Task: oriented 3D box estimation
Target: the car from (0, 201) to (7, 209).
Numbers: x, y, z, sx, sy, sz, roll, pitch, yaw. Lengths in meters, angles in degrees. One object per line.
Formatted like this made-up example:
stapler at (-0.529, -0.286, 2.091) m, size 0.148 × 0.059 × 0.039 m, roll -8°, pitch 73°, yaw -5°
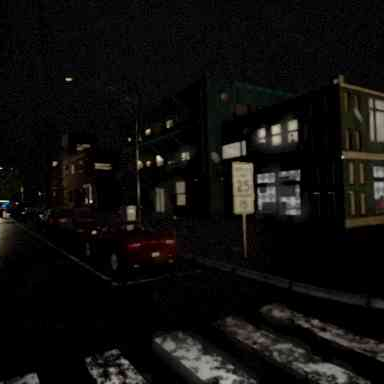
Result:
car at (-41.190, 2.791, 71.579) m, size 1.967 × 1.590 × 4.097 m, roll 0°, pitch -1°, yaw -33°

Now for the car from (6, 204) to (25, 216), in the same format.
car at (-23.282, 2.307, 43.737) m, size 1.752 × 1.417 × 4.829 m, roll 0°, pitch -1°, yaw -33°

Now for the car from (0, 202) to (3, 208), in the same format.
car at (-47.189, 3.080, 80.907) m, size 1.887 × 1.381 × 4.507 m, roll 0°, pitch -1°, yaw -33°

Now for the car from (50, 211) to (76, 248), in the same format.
car at (-5.190, 1.750, 15.604) m, size 1.802 × 1.307 × 4.206 m, roll 0°, pitch -1°, yaw -33°

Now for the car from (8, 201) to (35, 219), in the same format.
car at (-17.192, 1.895, 34.265) m, size 2.192 × 1.841 × 5.009 m, roll 0°, pitch -1°, yaw -33°

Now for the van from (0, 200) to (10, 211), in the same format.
van at (-35.192, 2.504, 62.253) m, size 1.690 × 1.788 × 3.998 m, roll 0°, pitch -1°, yaw -33°

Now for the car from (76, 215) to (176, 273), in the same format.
car at (-2.192, 1.609, 10.941) m, size 1.887 × 1.381 × 4.507 m, roll 0°, pitch -1°, yaw -33°

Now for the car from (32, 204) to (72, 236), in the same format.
car at (-8.193, 1.713, 20.272) m, size 1.967 × 1.590 × 4.097 m, roll 0°, pitch -1°, yaw -33°

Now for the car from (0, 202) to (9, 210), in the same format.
car at (-38.189, 2.823, 66.914) m, size 1.947 × 1.339 × 4.313 m, roll 0°, pitch -1°, yaw -33°

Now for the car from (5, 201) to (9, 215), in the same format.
car at (-20.193, 1.995, 38.932) m, size 2.192 × 1.841 × 5.009 m, roll 0°, pitch -1°, yaw -33°

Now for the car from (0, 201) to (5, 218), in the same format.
car at (-23.702, 1.992, 39.568) m, size 2.150 × 2.045 × 5.566 m, roll -1°, pitch 0°, yaw -33°

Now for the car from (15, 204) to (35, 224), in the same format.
car at (-14.190, 2.029, 29.599) m, size 2.008 × 1.369 × 4.403 m, roll 0°, pitch -1°, yaw -33°
